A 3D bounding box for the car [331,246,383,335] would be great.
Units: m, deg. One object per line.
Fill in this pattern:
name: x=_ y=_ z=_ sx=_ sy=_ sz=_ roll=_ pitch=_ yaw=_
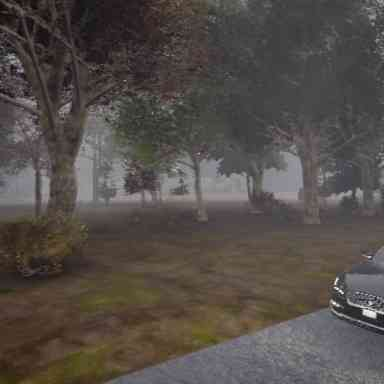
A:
car: x=4.572 y=1.502 z=6.111 sx=4.892 sy=1.490 sz=1.837 roll=0 pitch=0 yaw=-33
